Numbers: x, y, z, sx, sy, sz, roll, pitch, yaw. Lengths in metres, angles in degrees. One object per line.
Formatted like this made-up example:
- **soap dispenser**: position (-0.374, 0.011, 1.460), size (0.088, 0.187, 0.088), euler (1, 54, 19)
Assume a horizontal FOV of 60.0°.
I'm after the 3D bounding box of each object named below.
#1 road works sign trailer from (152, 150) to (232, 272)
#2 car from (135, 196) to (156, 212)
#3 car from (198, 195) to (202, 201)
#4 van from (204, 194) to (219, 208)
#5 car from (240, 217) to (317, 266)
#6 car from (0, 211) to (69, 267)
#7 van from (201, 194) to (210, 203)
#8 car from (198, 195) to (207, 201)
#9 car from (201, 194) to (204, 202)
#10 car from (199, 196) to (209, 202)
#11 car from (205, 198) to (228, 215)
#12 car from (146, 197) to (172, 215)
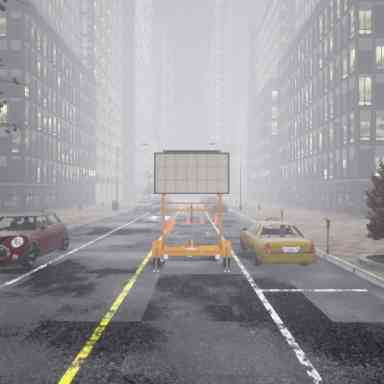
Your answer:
- **road works sign trailer**: position (-0.008, 0.463, 10.729), size (2.380, 3.560, 2.880), euler (0, 0, 0)
- **car**: position (-5.719, 1.516, 39.452), size (1.752, 1.417, 4.829), euler (0, 0, 0)
- **car**: position (2.648, 1.562, 62.380), size (1.802, 1.307, 4.206), euler (0, 0, 0)
- **van**: position (2.661, 1.331, 39.612), size (1.690, 1.788, 3.998), euler (0, 0, 0)
- **car**: position (2.679, 1.524, 11.322), size (1.752, 1.417, 4.829), euler (0, 0, 0)
- **car**: position (-5.702, 1.439, 11.162), size (1.967, 1.590, 4.097), euler (0, 0, 0)
- **van**: position (2.644, 1.318, 68.073), size (1.690, 1.788, 3.998), euler (0, 0, 0)
- **car**: position (2.634, 1.514, 85.150), size (2.008, 1.369, 4.403), euler (0, 0, 0)
- **car**: position (2.658, 1.428, 45.305), size (1.967, 1.590, 4.097), euler (0, 0, 0)
- **car**: position (2.641, 1.517, 73.765), size (1.887, 1.381, 4.507), euler (0, 0, 0)
- **car**: position (2.665, 1.558, 33.919), size (1.947, 1.339, 4.313), euler (0, 0, 0)
- **car**: position (-3.021, 1.540, 33.399), size (2.033, 1.411, 5.357), euler (0, 0, 0)
